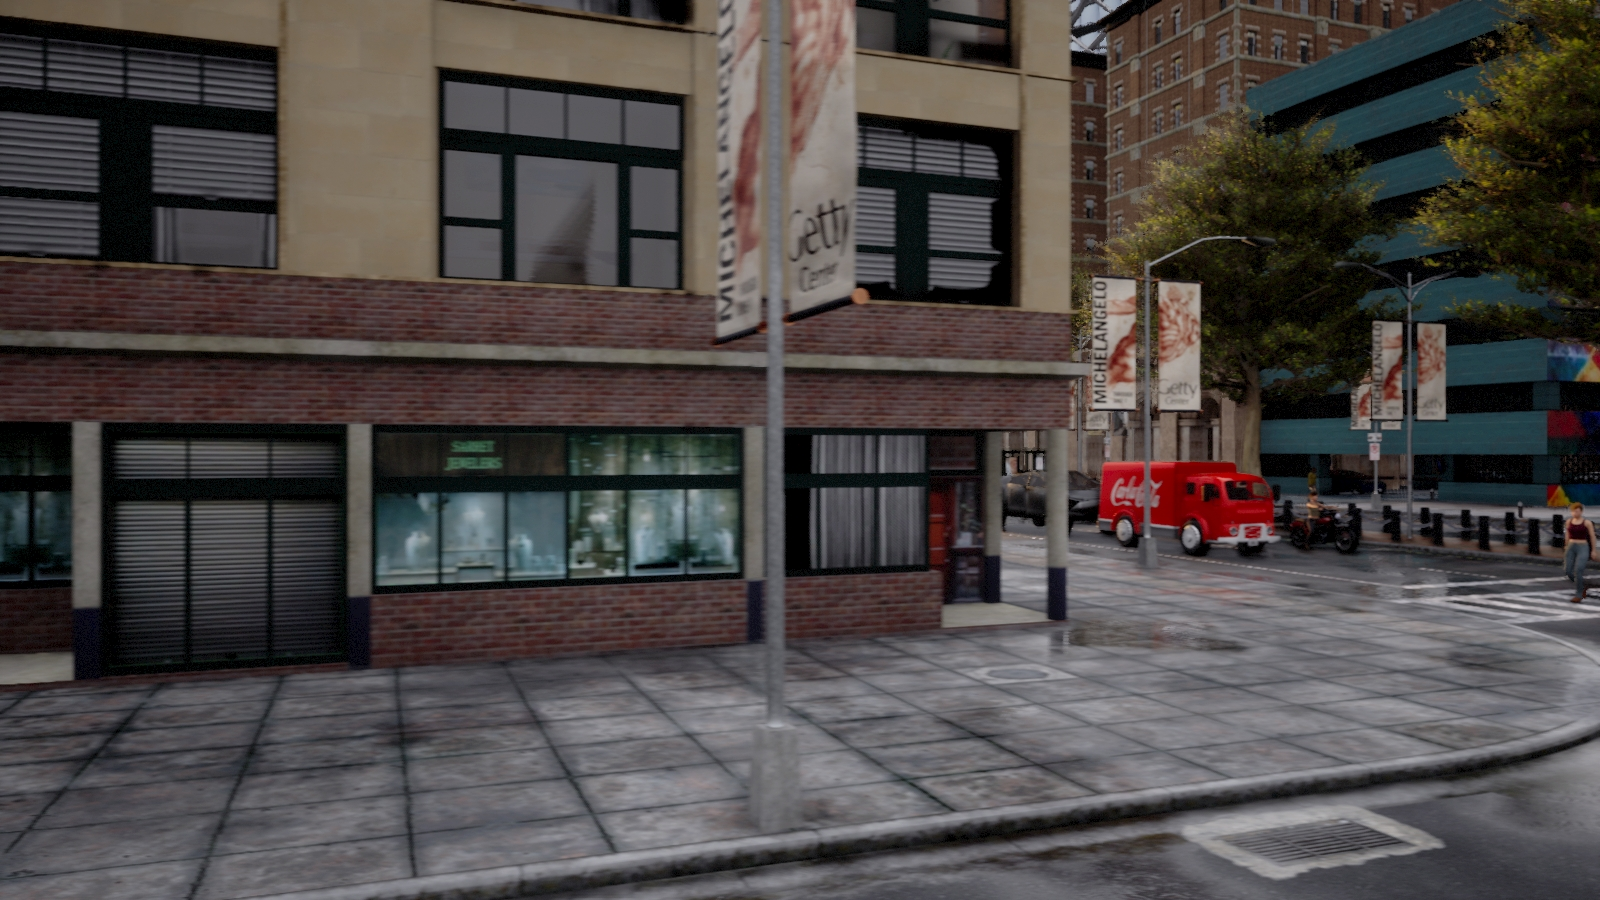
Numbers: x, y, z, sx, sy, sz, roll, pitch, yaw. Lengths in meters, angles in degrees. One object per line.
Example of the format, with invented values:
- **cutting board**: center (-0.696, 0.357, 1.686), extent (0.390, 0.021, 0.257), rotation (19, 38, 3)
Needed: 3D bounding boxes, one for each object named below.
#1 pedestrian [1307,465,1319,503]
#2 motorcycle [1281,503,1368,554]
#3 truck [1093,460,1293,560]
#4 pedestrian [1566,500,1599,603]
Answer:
- **pedestrian**: center (25.534, 1.701, 56.853), extent (0.375, 1.860, 0.375), rotation (0, 0, -19)
- **motorcycle**: center (14.671, 2.173, 32.054), extent (0.764, 1.277, 2.356), rotation (0, 0, -20)
- **truck**: center (10.896, 1.567, 32.189), extent (2.627, 2.467, 5.204), rotation (0, 0, -20)
- **pedestrian**: center (14.357, 1.851, 20.960), extent (0.375, 1.860, 0.375), rotation (0, 0, -28)
